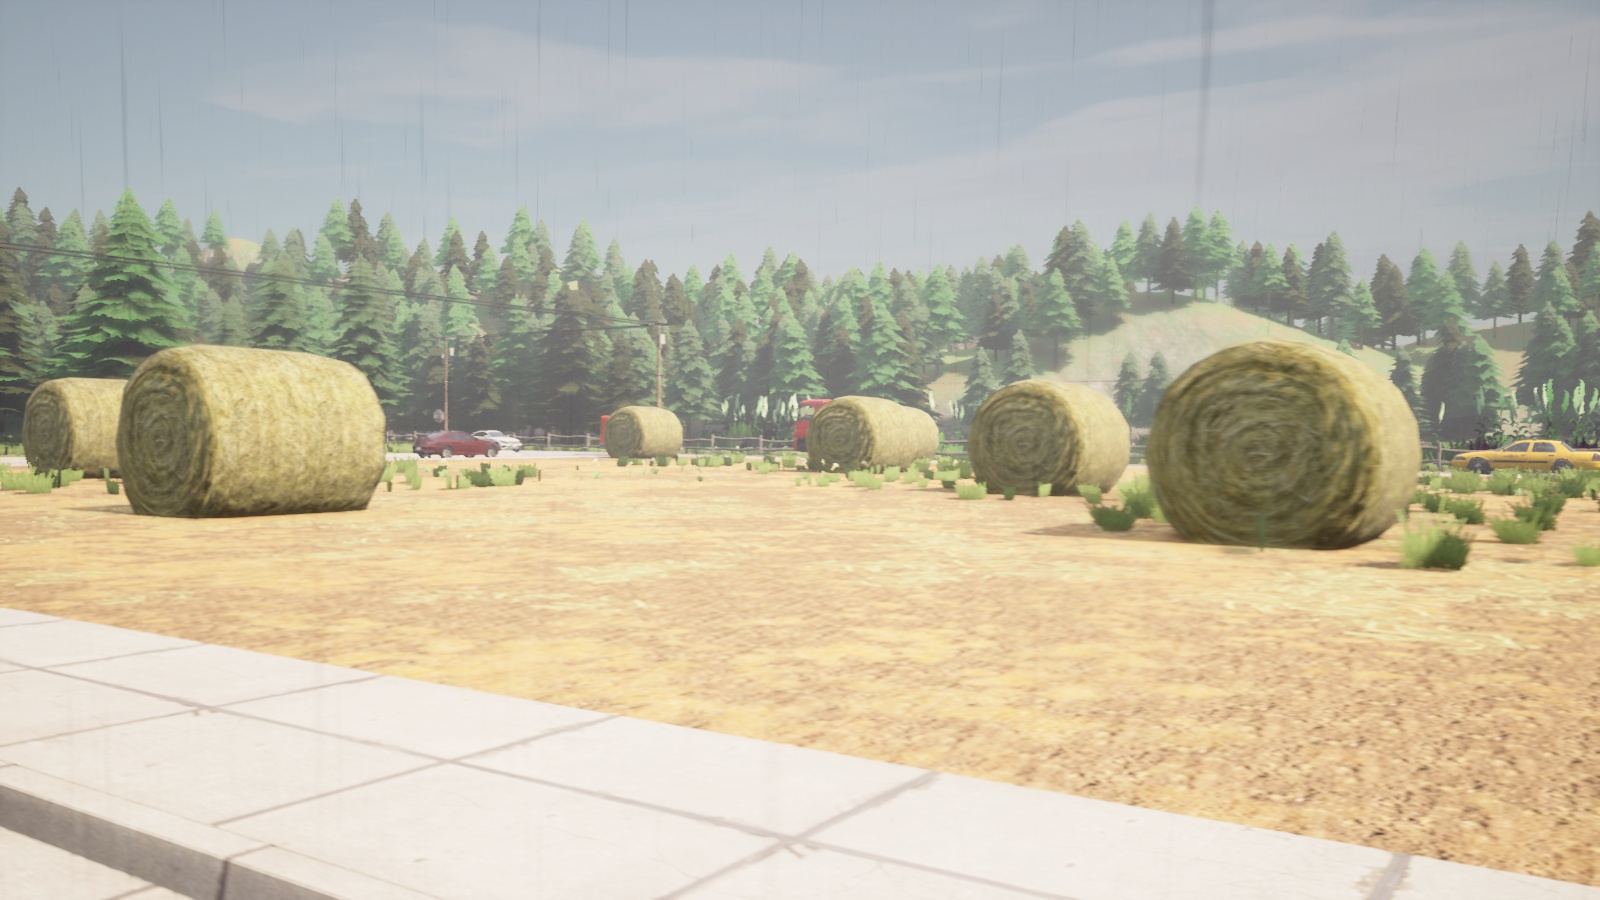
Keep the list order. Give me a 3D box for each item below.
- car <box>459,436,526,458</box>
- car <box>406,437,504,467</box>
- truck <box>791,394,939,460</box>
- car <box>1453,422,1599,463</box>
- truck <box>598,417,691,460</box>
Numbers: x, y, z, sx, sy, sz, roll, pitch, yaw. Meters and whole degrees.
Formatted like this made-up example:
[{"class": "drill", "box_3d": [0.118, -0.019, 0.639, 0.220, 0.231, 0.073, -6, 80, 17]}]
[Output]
[{"class": "car", "box_3d": [-20.630, -0.212, 84.121, 4.674, 1.442, 1.812, 0, 1, 37]}, {"class": "car", "box_3d": [-17.332, 0.076, 63.351, 1.812, 1.442, 4.674, 0, 1, 35]}, {"class": "truck", "box_3d": [3.549, -1.246, 70.003, 7.936, 3.462, 2.891, 0, 1, 37]}, {"class": "car", "box_3d": [29.308, -0.290, 50.315, 5.366, 1.575, 1.801, 0, 1, 37]}, {"class": "truck", "box_3d": [-9.361, -0.691, 75.487, 5.204, 2.467, 2.627, 0, 1, 37]}]
